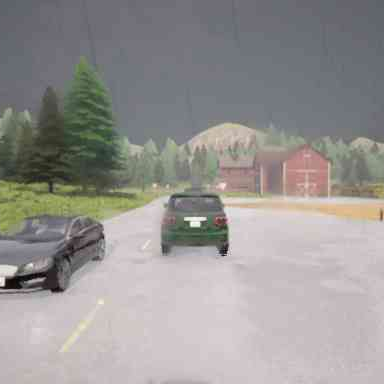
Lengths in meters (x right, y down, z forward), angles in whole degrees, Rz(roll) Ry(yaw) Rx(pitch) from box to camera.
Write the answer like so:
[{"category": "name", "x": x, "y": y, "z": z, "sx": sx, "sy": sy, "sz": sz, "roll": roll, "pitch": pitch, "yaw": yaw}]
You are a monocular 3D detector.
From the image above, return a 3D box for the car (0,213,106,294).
[{"category": "car", "x": -3.598, "y": 1.334, "z": 8.539, "sx": 2.128, "sy": 1.511, "sz": 4.902, "roll": 0, "pitch": 1, "yaw": 0}]

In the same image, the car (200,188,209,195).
[{"category": "car", "x": 2.988, "y": -0.036, "z": 82.415, "sx": 1.816, "sy": 1.474, "sz": 4.193, "roll": -6, "pitch": 1, "yaw": -2}]

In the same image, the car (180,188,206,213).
[{"category": "car", "x": 0.104, "y": 0.670, "z": 30.328, "sx": 2.150, "sy": 2.045, "sz": 5.566, "roll": 0, "pitch": 1, "yaw": 0}]

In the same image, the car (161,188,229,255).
[{"category": "car", "x": 0.095, "y": 0.993, "z": 12.373, "sx": 2.150, "sy": 2.045, "sz": 5.566, "roll": 0, "pitch": 1, "yaw": 0}]
